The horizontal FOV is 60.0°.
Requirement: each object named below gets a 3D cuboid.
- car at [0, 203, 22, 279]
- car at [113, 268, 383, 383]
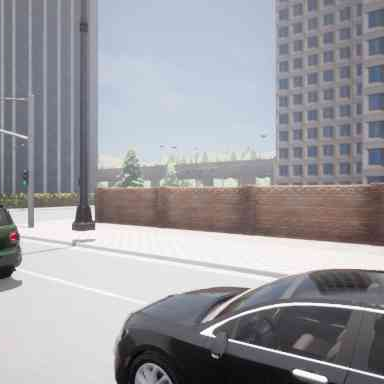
[{"bbox_3d":[-6.715,1.221,8.752,5.566,2.045,2.150,0,0,35],"label":"car"},{"bbox_3d":[1.368,1.505,3.016,4.892,1.490,1.837,0,0,35],"label":"car"}]
